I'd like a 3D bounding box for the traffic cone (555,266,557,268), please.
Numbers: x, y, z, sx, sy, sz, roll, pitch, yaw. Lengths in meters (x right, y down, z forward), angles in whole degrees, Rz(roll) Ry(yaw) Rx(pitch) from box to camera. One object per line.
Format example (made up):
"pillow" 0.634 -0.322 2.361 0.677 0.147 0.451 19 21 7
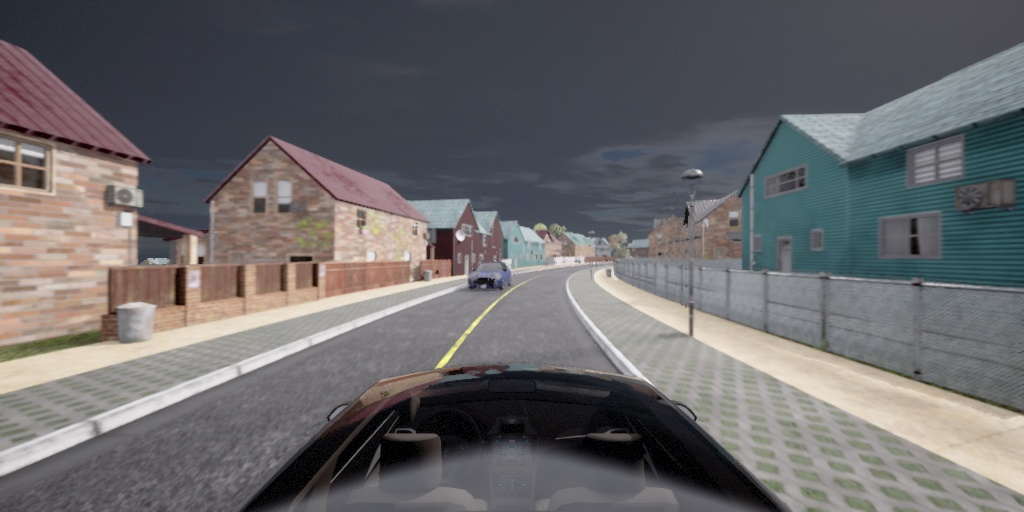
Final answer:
"traffic cone" 7.267 1.747 59.290 0.340 0.580 0.340 0 0 22

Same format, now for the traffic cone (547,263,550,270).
"traffic cone" 5.470 1.766 54.539 0.340 0.580 0.340 0 0 20

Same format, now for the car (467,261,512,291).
"car" -1.286 1.138 22.419 2.097 1.767 4.553 0 0 8
